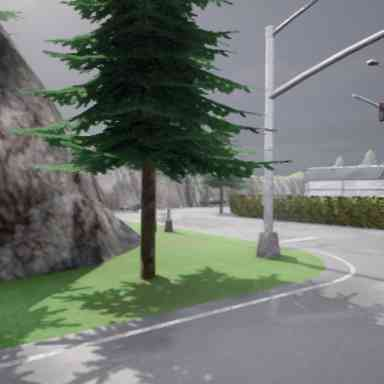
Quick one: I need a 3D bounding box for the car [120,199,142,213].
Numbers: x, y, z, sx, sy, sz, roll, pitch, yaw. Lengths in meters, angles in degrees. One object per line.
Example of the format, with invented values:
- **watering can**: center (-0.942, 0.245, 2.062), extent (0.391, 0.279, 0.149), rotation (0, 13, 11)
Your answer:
- **car**: center (-6.692, 1.575, 38.954), extent (2.128, 1.511, 4.902), rotation (0, 0, 16)
